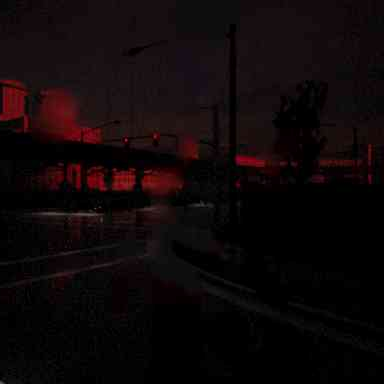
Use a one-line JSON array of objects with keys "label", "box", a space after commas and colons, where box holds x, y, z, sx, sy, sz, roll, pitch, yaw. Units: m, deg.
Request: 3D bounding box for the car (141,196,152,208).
[{"label": "car", "box": [-6.120, 1.252, 43.127, 2.128, 1.511, 4.902, 0, 1, 37]}]

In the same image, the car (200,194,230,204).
[{"label": "car", "box": [3.681, 1.101, 50.271, 1.812, 1.442, 4.674, 0, 1, 37]}]

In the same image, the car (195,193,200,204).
[{"label": "car", "box": [-0.597, 0.971, 50.416, 2.097, 1.767, 4.553, 0, 1, 37]}]

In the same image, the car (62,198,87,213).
[{"label": "car", "box": [-11.644, 1.396, 35.827, 1.812, 1.442, 4.674, 0, 1, 37]}]

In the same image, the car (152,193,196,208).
[{"label": "car", "box": [-2.201, 1.283, 42.507, 2.033, 1.411, 5.357, 0, 1, 37]}]

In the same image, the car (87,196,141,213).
[{"label": "car", "box": [-8.078, 1.357, 34.738, 1.837, 1.490, 4.892, 0, 1, 37]}]

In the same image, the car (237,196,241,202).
[{"label": "car", "box": [9.677, 0.926, 58.132, 2.033, 1.411, 5.357, 0, 1, 38]}]

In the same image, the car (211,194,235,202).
[{"label": "car", "box": [5.428, 1.029, 58.343, 1.895, 1.301, 4.718, 0, 1, 38]}]
